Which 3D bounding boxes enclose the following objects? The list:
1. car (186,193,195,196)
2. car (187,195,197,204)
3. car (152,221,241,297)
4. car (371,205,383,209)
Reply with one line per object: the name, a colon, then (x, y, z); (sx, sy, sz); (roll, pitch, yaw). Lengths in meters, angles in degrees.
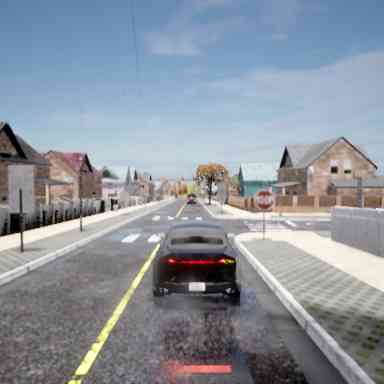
car: (-0.065, 1.322, 75.923); (2.150, 2.045, 5.566); (0, 0, 0)
car: (-0.057, 1.790, 65.901); (1.895, 1.301, 4.718); (0, 0, 0)
car: (0.109, 1.496, 8.547); (1.837, 1.490, 4.892); (0, 0, 0)
car: (13.253, 1.586, 22.678); (4.181, 1.385, 1.994); (1, 2, 8)
